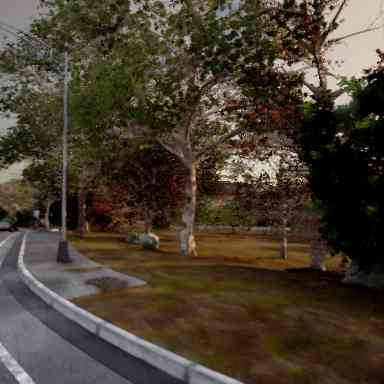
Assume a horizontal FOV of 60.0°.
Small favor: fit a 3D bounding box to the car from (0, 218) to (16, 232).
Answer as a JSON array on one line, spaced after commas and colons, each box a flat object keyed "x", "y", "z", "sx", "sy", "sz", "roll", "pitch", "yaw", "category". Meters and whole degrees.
[{"x": -23.713, "y": 4.370, "z": 41.828, "sx": 2.033, "sy": 1.411, "sz": 5.357, "roll": 1, "pitch": -6, "yaw": -26, "category": "car"}]

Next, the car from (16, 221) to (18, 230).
[{"x": -29.063, "y": 5.136, "z": 52.702, "sx": 2.150, "sy": 2.045, "sz": 5.566, "roll": 1, "pitch": -6, "yaw": -25, "category": "car"}]
